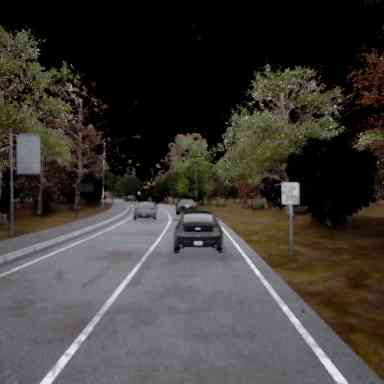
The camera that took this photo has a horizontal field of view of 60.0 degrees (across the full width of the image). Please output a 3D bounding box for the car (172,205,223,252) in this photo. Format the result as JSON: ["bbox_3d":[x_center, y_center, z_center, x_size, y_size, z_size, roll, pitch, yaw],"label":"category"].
[{"bbox_3d":[0.236,1.531,13.960,1.837,1.490,4.892,0,0,0],"label":"car"}]

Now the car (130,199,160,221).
[{"bbox_3d":[-3.798,1.539,27.860,1.837,1.490,4.892,1,0,-4],"label":"car"}]

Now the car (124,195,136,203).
[{"bbox_3d":[-12.683,1.429,68.577,1.837,1.490,4.892,2,0,-21],"label":"car"}]

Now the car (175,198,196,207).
[{"bbox_3d":[-0.660,1.427,34.444,2.097,1.767,4.553,1,0,-6],"label":"car"}]
